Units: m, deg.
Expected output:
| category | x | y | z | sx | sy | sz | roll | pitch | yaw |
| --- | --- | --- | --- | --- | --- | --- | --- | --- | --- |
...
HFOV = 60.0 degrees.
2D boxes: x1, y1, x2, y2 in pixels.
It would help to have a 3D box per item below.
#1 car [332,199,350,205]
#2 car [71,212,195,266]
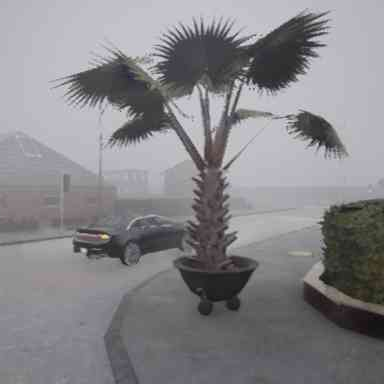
| category | x | y | z | sx | sy | sz | roll | pitch | yaw |
| --- | --- | --- | --- | --- | --- | --- | --- | --- | --- |
| car | 17.039 | 1.509 | 37.343 | 1.994 | 1.385 | 4.181 | 0 | 0 | 36 |
| car | -1.727 | 1.451 | 11.496 | 2.128 | 1.511 | 4.902 | 0 | 0 | 34 |
